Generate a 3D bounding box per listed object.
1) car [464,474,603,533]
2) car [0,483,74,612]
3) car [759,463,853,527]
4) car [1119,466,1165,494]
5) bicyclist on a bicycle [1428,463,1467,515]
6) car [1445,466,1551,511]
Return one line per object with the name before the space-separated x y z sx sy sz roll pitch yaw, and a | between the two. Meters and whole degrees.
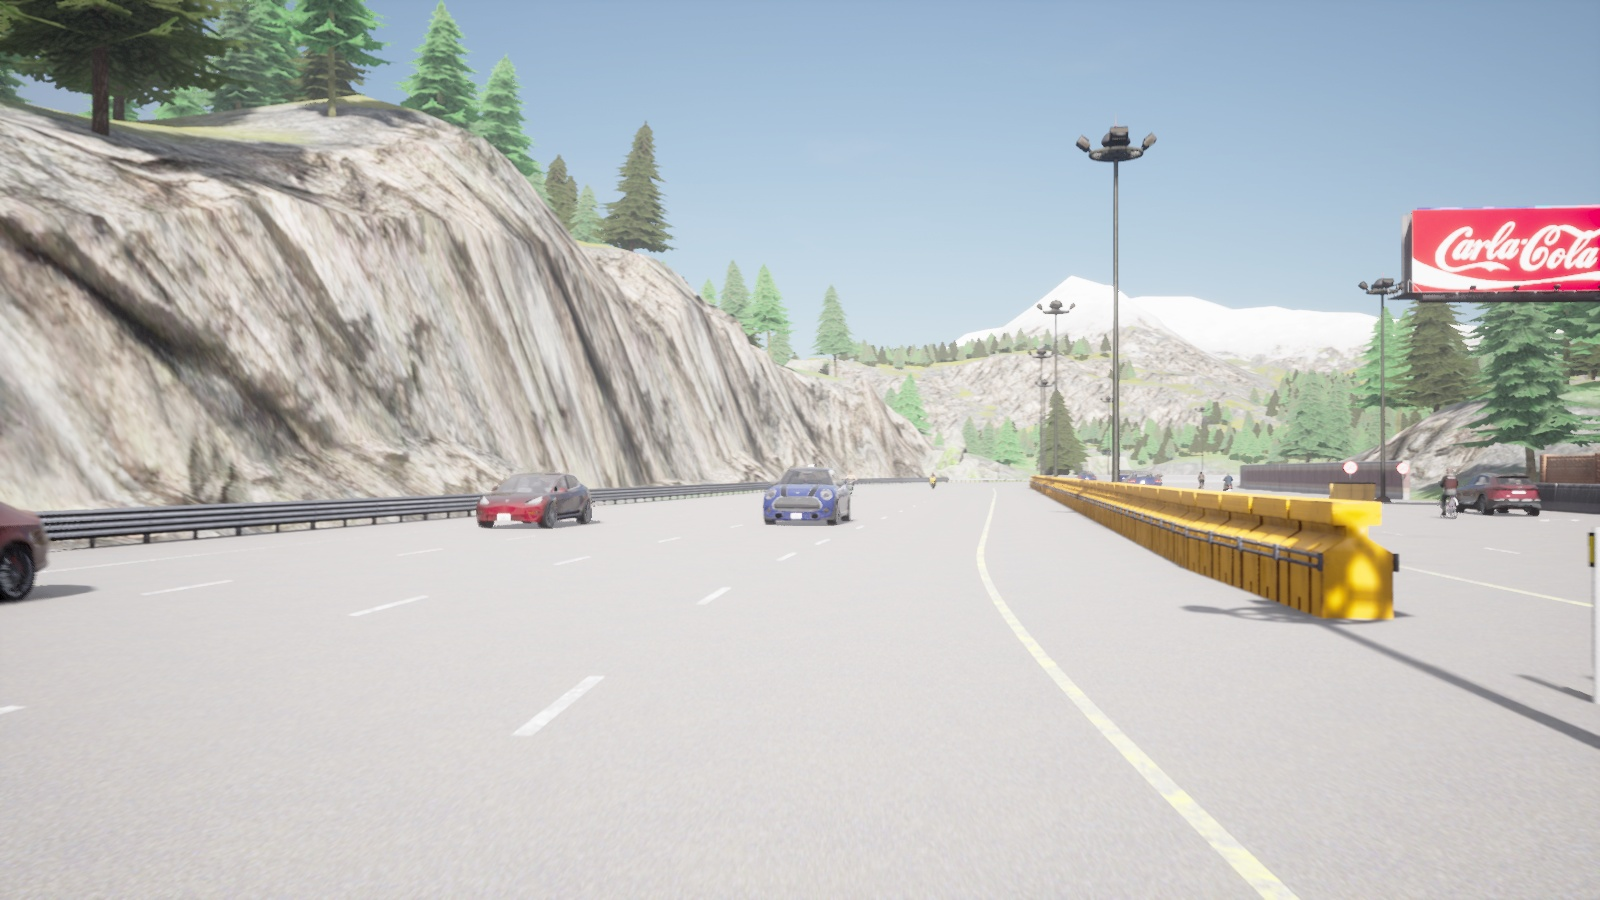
car | -7.237 1.421 34.673 2.163 1.488 4.792 0 -1 9
car | -10.036 1.099 13.229 1.812 1.442 4.674 0 -1 4
car | 0.254 1.294 37.157 2.097 1.767 4.553 0 -1 9
car | 20.729 1.794 76.269 2.152 1.651 5.027 0 -1 9
bicyclist on a bicycle | 22.614 1.337 43.870 0.659 1.776 1.843 0 -1 9
car | 26.928 1.460 48.646 2.033 1.649 4.856 0 -1 9
